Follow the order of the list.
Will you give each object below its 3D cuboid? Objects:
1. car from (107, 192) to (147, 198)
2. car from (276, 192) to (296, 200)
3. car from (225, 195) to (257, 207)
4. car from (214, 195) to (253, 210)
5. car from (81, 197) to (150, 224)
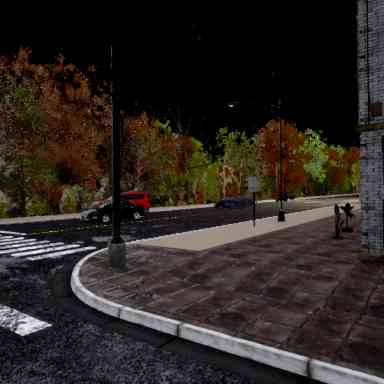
[{"bbox_3d":[-5.994,1.073,28.353,2.150,2.045,5.566,-1,0,36],"label":"car"},{"bbox_3d":[14.153,0.722,50.099,1.837,1.490,4.892,-1,0,36],"label":"car"},{"bbox_3d":[6.747,1.178,45.630,2.033,1.411,5.357,-1,0,37],"label":"car"},{"bbox_3d":[4.551,1.217,37.201,2.033,1.411,5.357,-1,0,36],"label":"car"},{"bbox_3d":[-5.515,1.350,23.525,1.837,1.490,4.892,-1,0,36],"label":"car"}]
